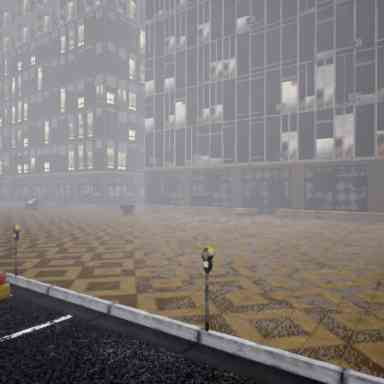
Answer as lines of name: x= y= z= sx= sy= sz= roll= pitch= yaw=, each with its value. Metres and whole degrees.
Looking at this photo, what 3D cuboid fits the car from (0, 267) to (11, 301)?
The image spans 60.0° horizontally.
car: x=-5.589 y=1.526 z=6.827 sx=4.829 sy=1.417 sz=1.752 roll=0 pitch=0 yaw=35
